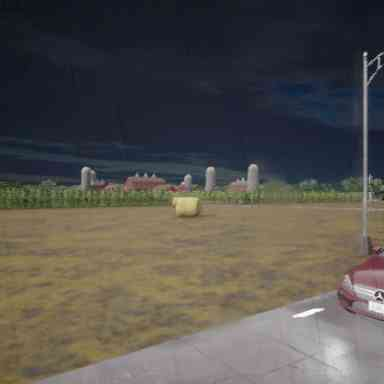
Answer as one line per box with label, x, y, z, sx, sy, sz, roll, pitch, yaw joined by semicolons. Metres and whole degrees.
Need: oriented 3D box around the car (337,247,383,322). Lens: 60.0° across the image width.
car;4.771;1.529;6.463;4.674;1.442;1.812;0;0;-35
